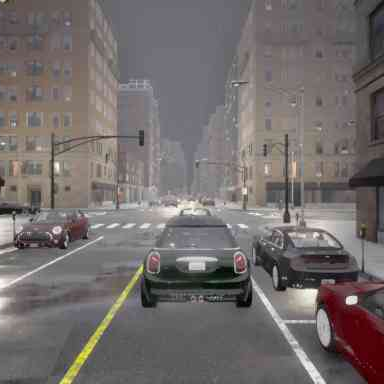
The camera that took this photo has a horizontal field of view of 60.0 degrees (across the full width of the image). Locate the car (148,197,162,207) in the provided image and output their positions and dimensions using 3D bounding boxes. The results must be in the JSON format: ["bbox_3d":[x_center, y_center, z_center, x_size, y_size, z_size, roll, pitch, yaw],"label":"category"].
[{"bbox_3d":[-5.858,1.595,52.614,2.008,1.369,4.403,0,0,0],"label":"car"}]

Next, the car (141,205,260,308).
[{"bbox_3d":[0.068,1.354,8.107,2.097,1.767,4.553,0,0,-1],"label":"car"}]

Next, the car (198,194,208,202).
[{"bbox_3d":[2.588,1.594,63.855,1.752,1.417,4.829,0,0,0],"label":"car"}]

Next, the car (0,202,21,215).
[{"bbox_3d":[-16.318,1.531,30.289,4.718,1.301,1.895,0,0,0],"label":"car"}]

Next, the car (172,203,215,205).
[{"bbox_3d":[0.135,1.497,15.443,2.128,1.511,4.902,0,0,0],"label":"car"}]

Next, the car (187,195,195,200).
[{"bbox_3d":[-0.269,1.542,90.149,1.994,1.385,4.181,0,0,0],"label":"car"}]

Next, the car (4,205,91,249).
[{"bbox_3d":[-5.816,1.445,14.252,1.967,1.590,4.097,0,0,0],"label":"car"}]

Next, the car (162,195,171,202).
[{"bbox_3d":[-6.052,1.558,80.154,1.967,1.590,4.097,0,0,0],"label":"car"}]

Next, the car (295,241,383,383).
[{"bbox_3d":[2.683,1.545,3.252,1.887,1.381,4.507,0,0,0],"label":"car"}]

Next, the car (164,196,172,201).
[{"bbox_3d":[-6.092,1.720,85.662,1.802,1.307,4.206,0,0,0],"label":"car"}]

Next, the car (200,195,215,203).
[{"bbox_3d":[2.667,1.590,52.671,1.887,1.381,4.507,0,0,0],"label":"car"}]

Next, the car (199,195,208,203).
[{"bbox_3d":[2.512,1.540,74.699,1.967,1.590,4.097,0,0,0],"label":"car"}]

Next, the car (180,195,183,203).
[{"bbox_3d":[-3.131,1.661,60.106,1.895,1.301,4.718,0,0,0],"label":"car"}]

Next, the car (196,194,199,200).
[{"bbox_3d":[2.551,1.398,69.192,2.192,1.841,5.009,0,0,0],"label":"car"}]

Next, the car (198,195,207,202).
[{"bbox_3d":[2.473,1.559,80.205,1.967,1.590,4.097,0,0,0],"label":"car"}]

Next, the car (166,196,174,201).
[{"bbox_3d":[-6.131,1.727,91.170,1.947,1.339,4.313,0,0,0],"label":"car"}]

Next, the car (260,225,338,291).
[{"bbox_3d":[2.696,1.553,8.744,2.008,1.369,4.403,0,0,0],"label":"car"}]

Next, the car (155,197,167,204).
[{"bbox_3d":[-5.936,1.612,63.630,1.887,1.381,4.507,0,0,0],"label":"car"}]

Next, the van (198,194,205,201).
[{"bbox_3d":[2.435,1.480,85.714,1.690,1.788,3.998,0,0,0],"label":"van"}]

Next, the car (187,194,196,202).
[{"bbox_3d":[-0.198,1.706,80.174,1.895,1.301,4.718,0,0,0],"label":"car"}]

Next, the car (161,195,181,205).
[{"bbox_3d":[-3.078,1.588,50.289,2.033,1.411,5.357,0,0,-1],"label":"car"}]

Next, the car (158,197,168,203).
[{"bbox_3d":[-5.975,1.664,69.138,1.802,1.307,4.206,0,0,0],"label":"car"}]

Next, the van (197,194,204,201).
[{"bbox_3d":[2.396,1.503,91.220,1.690,1.788,3.998,0,0,0],"label":"van"}]
